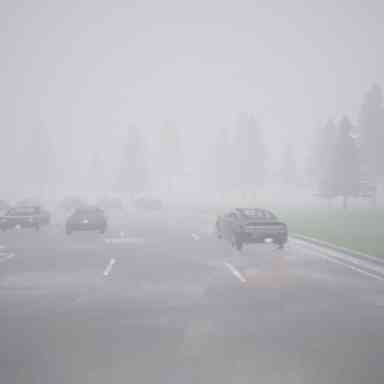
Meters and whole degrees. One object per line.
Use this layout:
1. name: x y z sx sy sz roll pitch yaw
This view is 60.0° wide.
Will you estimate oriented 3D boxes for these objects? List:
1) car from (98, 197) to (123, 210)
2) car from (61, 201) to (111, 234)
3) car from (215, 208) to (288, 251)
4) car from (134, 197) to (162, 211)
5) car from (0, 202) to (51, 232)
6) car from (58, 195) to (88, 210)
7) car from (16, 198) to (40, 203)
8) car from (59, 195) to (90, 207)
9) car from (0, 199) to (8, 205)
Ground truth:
1. car: -9.306 1.267 37.231 2.128 1.511 4.902 0 0 -32
2. car: -5.807 1.450 18.683 1.994 1.385 4.181 0 0 -13
3. car: 2.249 1.410 13.739 2.128 1.511 4.902 0 0 -8
4. car: -4.942 1.256 36.893 1.882 1.535 5.008 0 0 -28
5. car: -9.511 1.482 19.337 1.895 1.301 4.718 0 0 -14
6. car: -13.198 1.270 36.357 2.128 1.511 4.902 0 0 -35
7. car: -18.230 1.373 37.257 1.895 1.301 4.718 0 0 -41
8. car: -15.971 1.203 45.221 5.008 1.535 1.882 0 0 44
9. car: -19.741 1.357 33.598 1.994 1.385 4.181 0 0 -37
